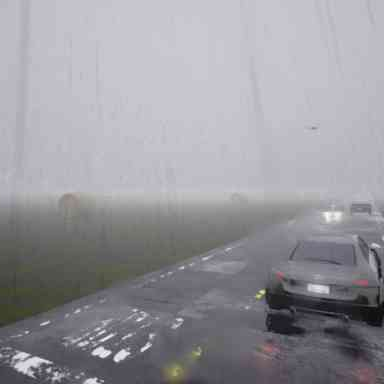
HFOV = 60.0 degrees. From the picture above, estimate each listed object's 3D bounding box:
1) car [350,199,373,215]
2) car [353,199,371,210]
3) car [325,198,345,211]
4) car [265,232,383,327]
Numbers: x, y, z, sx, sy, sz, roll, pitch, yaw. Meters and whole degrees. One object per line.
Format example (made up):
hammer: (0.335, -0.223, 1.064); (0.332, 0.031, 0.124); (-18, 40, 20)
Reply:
car: (17.130, 1.454, 33.730); (1.882, 1.535, 5.008); (0, 0, 28)
car: (22.011, 1.558, 43.022); (1.895, 1.301, 4.718); (0, 0, 28)
car: (17.092, 1.460, 39.626); (2.128, 1.511, 4.902); (0, 0, 28)
car: (3.018, 1.562, 7.247); (1.994, 1.385, 4.181); (0, 0, 28)
